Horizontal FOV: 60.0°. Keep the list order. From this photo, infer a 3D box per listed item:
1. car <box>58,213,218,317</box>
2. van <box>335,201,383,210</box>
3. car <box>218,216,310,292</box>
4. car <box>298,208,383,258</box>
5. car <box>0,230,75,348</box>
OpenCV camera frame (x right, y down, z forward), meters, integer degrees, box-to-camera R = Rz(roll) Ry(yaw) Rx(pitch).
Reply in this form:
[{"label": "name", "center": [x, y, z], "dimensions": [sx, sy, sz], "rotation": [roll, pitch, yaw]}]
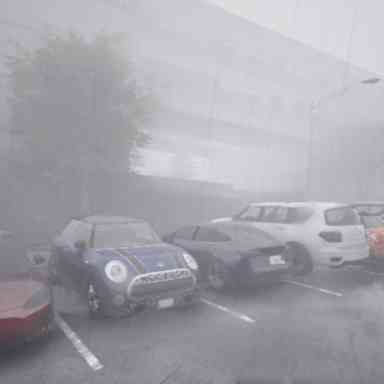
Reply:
[{"label": "car", "center": [-1.752, 1.387, 7.754], "dimensions": [2.185, 1.767, 4.553], "rotation": [1, 0, -35]}, {"label": "van", "center": [9.574, 1.436, 15.931], "dimensions": [1.878, 1.987, 4.442], "rotation": [1, 0, -35]}, {"label": "car", "center": [0.523, 1.572, 9.373], "dimensions": [2.163, 1.488, 4.792], "rotation": [1, 0, -35]}, {"label": "car", "center": [7.346, 1.662, 14.234], "dimensions": [2.163, 1.488, 4.792], "rotation": [1, 0, -35]}, {"label": "car", "center": [-3.994, 1.512, 6.080], "dimensions": [2.163, 1.488, 4.792], "rotation": [1, 0, -35]}]
